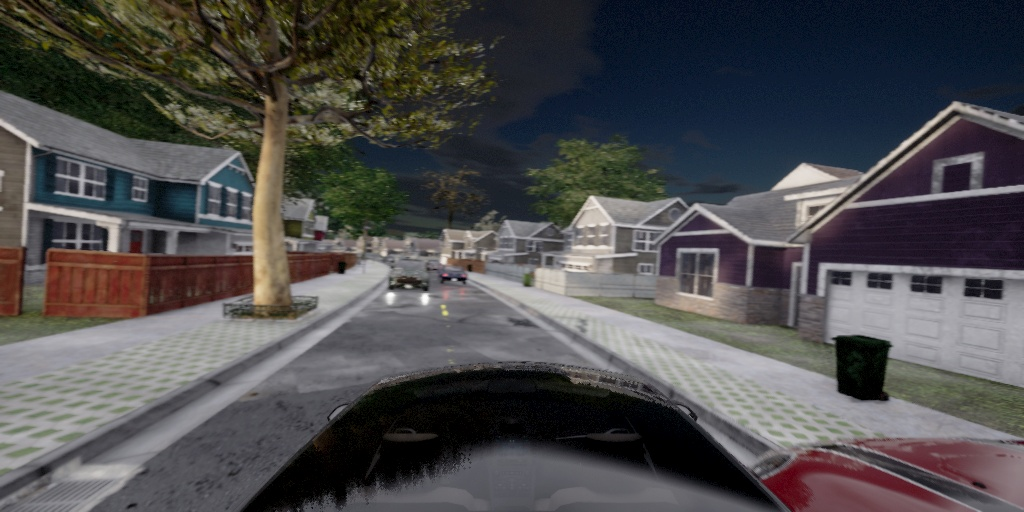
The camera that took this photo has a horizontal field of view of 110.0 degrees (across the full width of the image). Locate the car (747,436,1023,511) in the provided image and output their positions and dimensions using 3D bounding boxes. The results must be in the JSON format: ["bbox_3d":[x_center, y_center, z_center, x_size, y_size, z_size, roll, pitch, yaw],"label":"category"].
[{"bbox_3d":[2.467,1.211,0.267,2.097,1.767,4.553,2,0,-10],"label":"car"}]

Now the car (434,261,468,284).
[{"bbox_3d":[-4.529,1.340,26.761,1.895,1.301,4.718,4,-1,-15],"label":"car"}]

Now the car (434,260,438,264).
[{"bbox_3d":[-9.105,1.163,41.244,2.033,1.411,5.357,4,-1,-19],"label":"car"}]

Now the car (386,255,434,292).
[{"bbox_3d":[-5.742,0.950,20.253,2.097,1.767,4.553,4,-1,-15],"label":"car"}]
